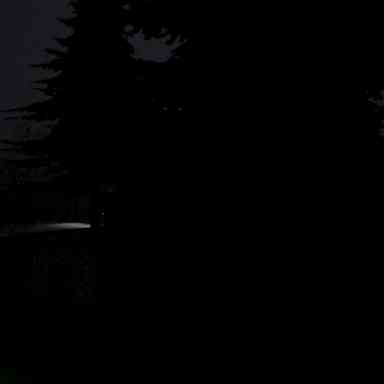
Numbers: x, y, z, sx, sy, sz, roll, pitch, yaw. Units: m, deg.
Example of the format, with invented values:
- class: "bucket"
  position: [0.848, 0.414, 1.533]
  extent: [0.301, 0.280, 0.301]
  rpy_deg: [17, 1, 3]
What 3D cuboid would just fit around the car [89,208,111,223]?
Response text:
- class: "car"
  position: [-5.597, 1.505, 25.376]
  extent: [1.812, 1.442, 4.674]
  rpy_deg: [0, 0, 36]
